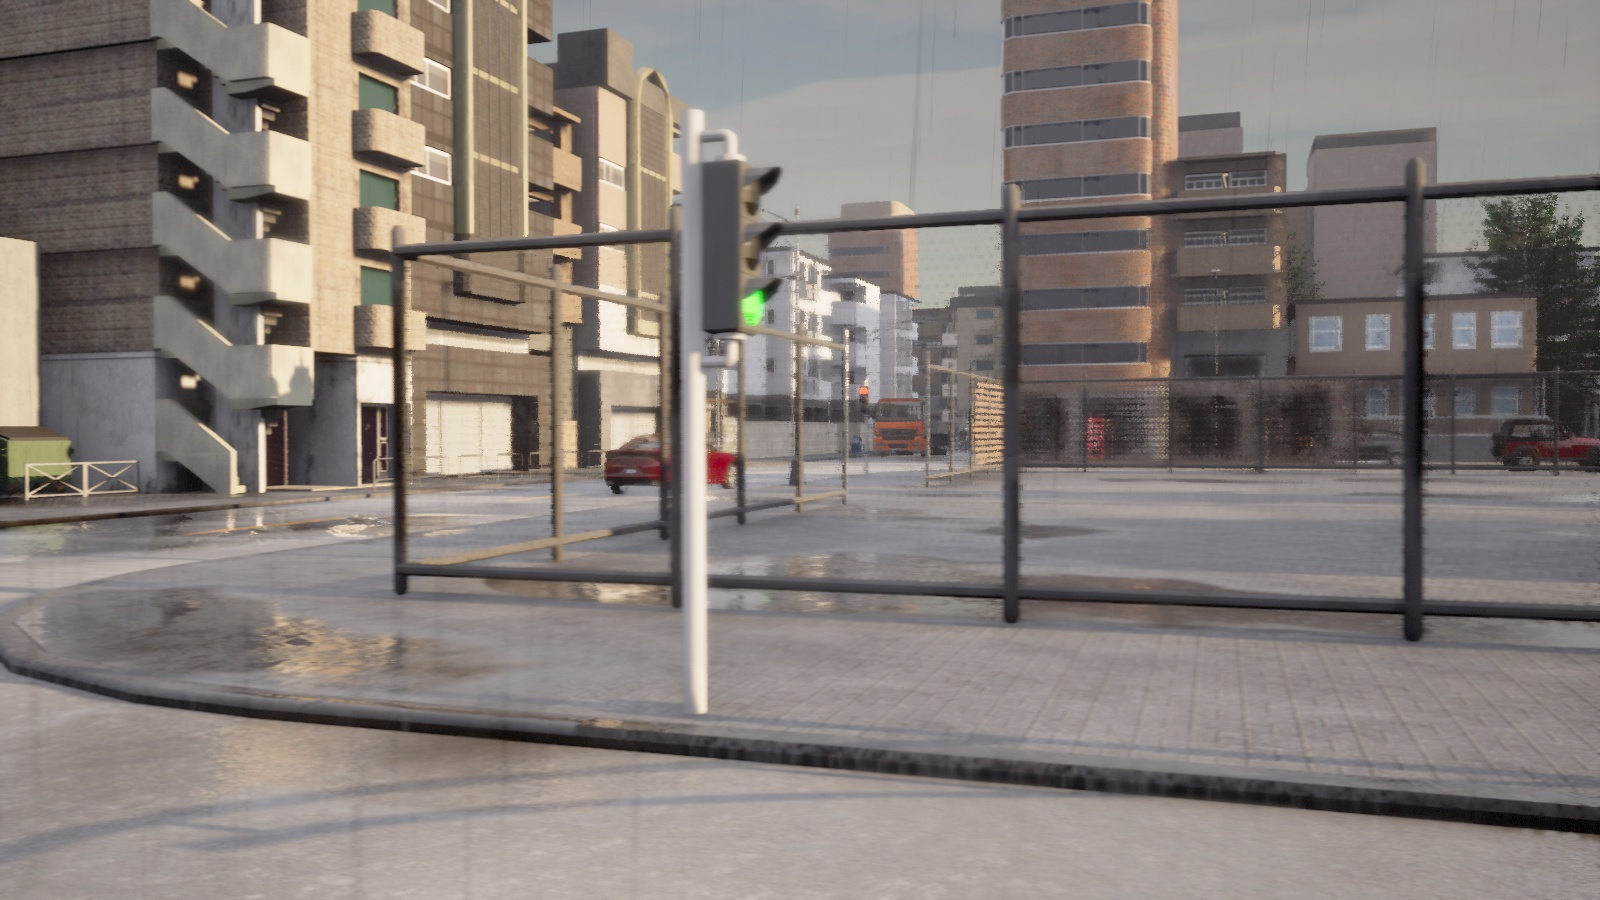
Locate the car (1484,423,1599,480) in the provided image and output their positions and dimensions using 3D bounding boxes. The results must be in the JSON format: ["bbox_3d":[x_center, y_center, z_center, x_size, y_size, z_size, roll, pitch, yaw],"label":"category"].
[{"bbox_3d":[25.721,0.032,42.905,3.866,1.878,1.905,1,1,19],"label":"car"}]

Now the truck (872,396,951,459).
[{"bbox_3d":[6.684,-1.315,73.993,2.891,3.462,7.936,1,1,18],"label":"truck"}]

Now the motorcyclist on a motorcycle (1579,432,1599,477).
[{"bbox_3d":[29.833,0.157,45.728,2.350,1.649,0.766,0,1,18],"label":"motorcyclist on a motorcycle"}]

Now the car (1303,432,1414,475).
[{"bbox_3d":[21.526,0.111,48.530,3.705,1.549,1.789,1,1,18],"label":"car"}]

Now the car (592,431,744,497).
[{"bbox_3d":[-3.219,0.283,31.830,1.882,1.535,5.008,1,1,19],"label":"car"}]
